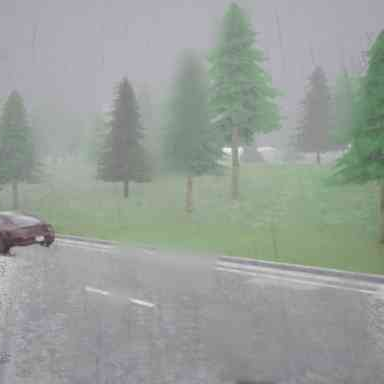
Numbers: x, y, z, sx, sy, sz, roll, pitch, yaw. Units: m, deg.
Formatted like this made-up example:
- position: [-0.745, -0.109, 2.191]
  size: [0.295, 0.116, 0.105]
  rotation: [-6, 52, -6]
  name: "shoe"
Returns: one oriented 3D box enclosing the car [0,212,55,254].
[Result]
- position: [-7.422, 1.524, 13.518]
  size: [4.674, 1.442, 1.812]
  rotation: [0, 0, 36]
  name: "car"
